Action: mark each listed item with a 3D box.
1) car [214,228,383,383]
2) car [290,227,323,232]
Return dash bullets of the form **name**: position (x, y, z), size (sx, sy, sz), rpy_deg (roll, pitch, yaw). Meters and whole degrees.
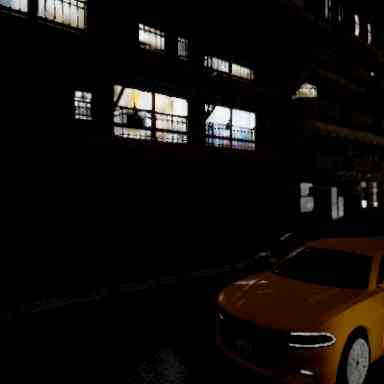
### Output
- **car**: position (2.546, 1.541, 5.501), size (5.008, 1.535, 1.882), rpy_deg (0, -1, -39)
- **car**: position (3.398, 1.695, 9.514), size (4.206, 1.307, 1.802), rpy_deg (0, -2, -39)
